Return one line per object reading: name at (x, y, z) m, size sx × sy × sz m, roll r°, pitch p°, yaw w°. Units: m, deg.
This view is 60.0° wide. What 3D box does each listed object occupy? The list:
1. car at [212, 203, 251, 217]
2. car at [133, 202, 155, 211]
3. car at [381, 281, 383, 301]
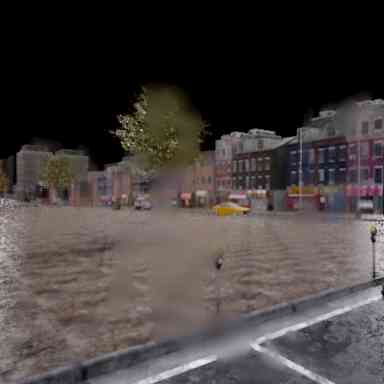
car at (4.327, 1.926, 36.907) m, size 1.882 × 1.535 × 5.008 m, roll 0°, pitch -1°, yaw -36°
car at (-7.880, 2.355, 54.057) m, size 1.837 × 1.490 × 4.892 m, roll 0°, pitch -2°, yaw -36°
car at (5.542, 1.626, 6.764) m, size 4.206 × 1.307 × 1.802 m, roll 0°, pitch 0°, yaw -36°
